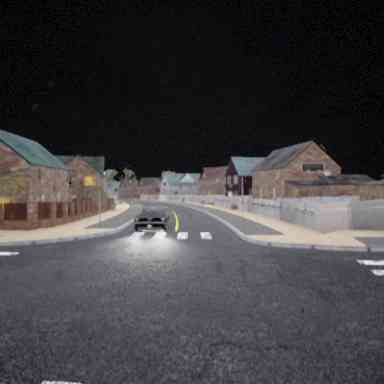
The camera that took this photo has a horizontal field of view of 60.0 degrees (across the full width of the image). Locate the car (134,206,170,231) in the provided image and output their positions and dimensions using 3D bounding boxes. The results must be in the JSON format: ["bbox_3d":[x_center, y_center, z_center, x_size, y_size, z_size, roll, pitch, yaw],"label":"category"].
[{"bbox_3d":[-2.350,1.570,20.322,1.895,1.301,4.718,0,0,-1],"label":"car"}]
